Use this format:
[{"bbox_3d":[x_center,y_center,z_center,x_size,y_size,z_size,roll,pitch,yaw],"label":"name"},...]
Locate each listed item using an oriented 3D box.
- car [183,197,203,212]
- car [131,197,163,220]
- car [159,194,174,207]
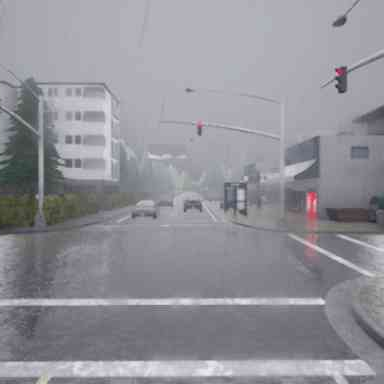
[{"bbox_3d":[0.106,1.271,35.764,1.837,1.490,4.892,0,0,0],"label":"car"},{"bbox_3d":[-3.593,1.353,26.422,1.812,1.442,4.674,0,0,0],"label":"car"},{"bbox_3d":[-3.572,1.067,43.754,2.097,1.767,4.553,0,0,0],"label":"car"}]
